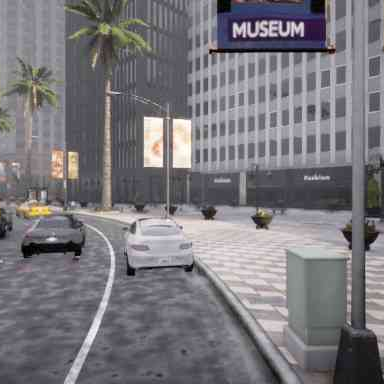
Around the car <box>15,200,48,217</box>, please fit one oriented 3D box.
[{"bbox_3d":[-13.638,1.443,28.319,1.801,1.575,5.366,0,0,-39],"label":"car"}]

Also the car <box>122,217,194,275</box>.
[{"bbox_3d":[-1.175,1.524,10.451,1.812,1.442,4.674,0,0,-13],"label":"car"}]

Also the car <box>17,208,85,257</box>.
[{"bbox_3d":[-5.264,1.559,13.038,1.994,1.385,4.181,0,0,-17],"label":"car"}]

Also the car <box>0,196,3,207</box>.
[{"bbox_3d":[-31.008,1.449,51.164,2.231,1.521,4.892,0,0,-44],"label":"car"}]

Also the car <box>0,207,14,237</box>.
[{"bbox_3d":[-10.705,1.494,17.607,1.837,1.490,4.892,1,0,-25],"label":"car"}]
